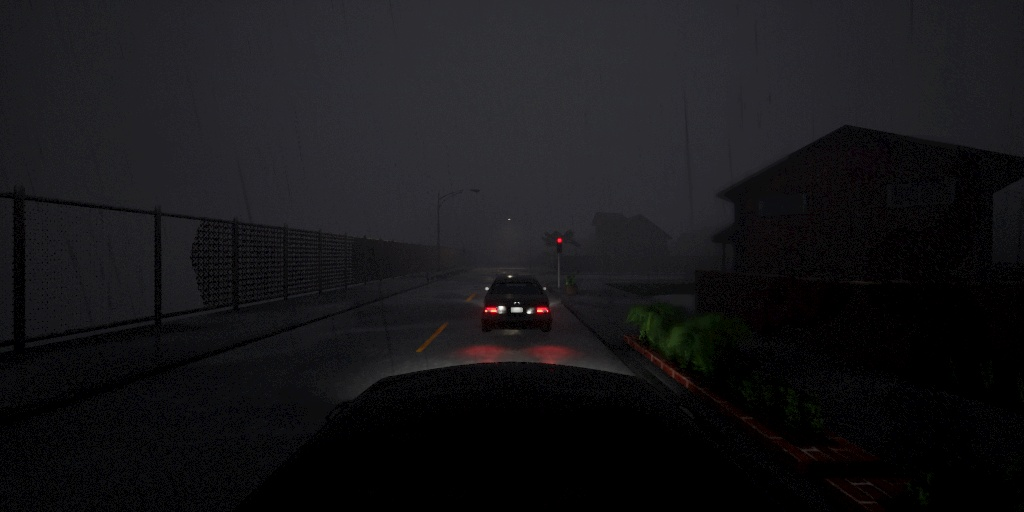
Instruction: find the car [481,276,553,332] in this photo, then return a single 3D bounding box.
[{"bbox_3d":[0.118,1.297,10.825,2.033,1.411,5.357,0,0,0],"label":"car"}]
